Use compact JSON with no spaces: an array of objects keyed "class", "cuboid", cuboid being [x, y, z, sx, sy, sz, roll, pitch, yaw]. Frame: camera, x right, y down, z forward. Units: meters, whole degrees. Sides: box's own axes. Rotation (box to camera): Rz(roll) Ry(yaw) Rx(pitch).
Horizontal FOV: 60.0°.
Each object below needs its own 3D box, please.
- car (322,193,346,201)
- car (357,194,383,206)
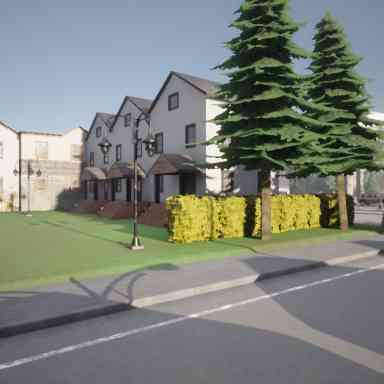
[{"class":"car","cuboid":[31.811,1.114,74.526,1.932,1.855,4.605,0,0,-36]},{"class":"car","cuboid":[26.952,1.109,49.071,1.932,1.855,4.605,0,0,-36]}]
